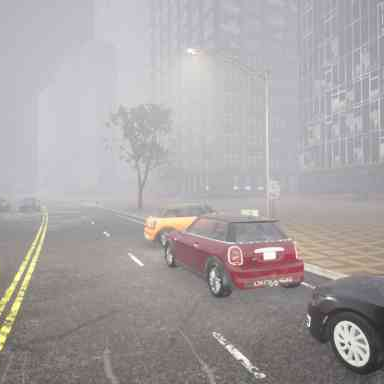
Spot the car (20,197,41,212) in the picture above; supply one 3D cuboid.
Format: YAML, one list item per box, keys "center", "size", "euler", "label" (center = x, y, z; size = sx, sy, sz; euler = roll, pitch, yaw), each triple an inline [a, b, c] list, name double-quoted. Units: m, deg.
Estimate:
- center: [-19.109, 1.392, 39.331]
  size: [2.097, 1.767, 4.553]
  euler: [0, 0, -24]
  label: "car"

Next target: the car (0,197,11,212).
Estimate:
- center: [-22.069, 1.389, 37.989]
  size: [2.097, 1.767, 4.553]
  euler: [0, 0, -24]
  label: "car"

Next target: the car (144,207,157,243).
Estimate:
- center: [0.229, 1.277, 14.619]
  size: [4.553, 1.767, 2.097]
  euler: [-3, 1, -18]
  label: "car"

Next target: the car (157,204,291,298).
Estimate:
- center: [0.812, 1.355, 8.925]
  size: [2.097, 1.767, 4.553]
  euler: [0, 0, -23]
  label: "car"

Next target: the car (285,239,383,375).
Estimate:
- center: [3.584, 1.505, 3.473]
  size: [1.837, 1.490, 4.892]
  euler: [0, 0, -36]
  label: "car"
